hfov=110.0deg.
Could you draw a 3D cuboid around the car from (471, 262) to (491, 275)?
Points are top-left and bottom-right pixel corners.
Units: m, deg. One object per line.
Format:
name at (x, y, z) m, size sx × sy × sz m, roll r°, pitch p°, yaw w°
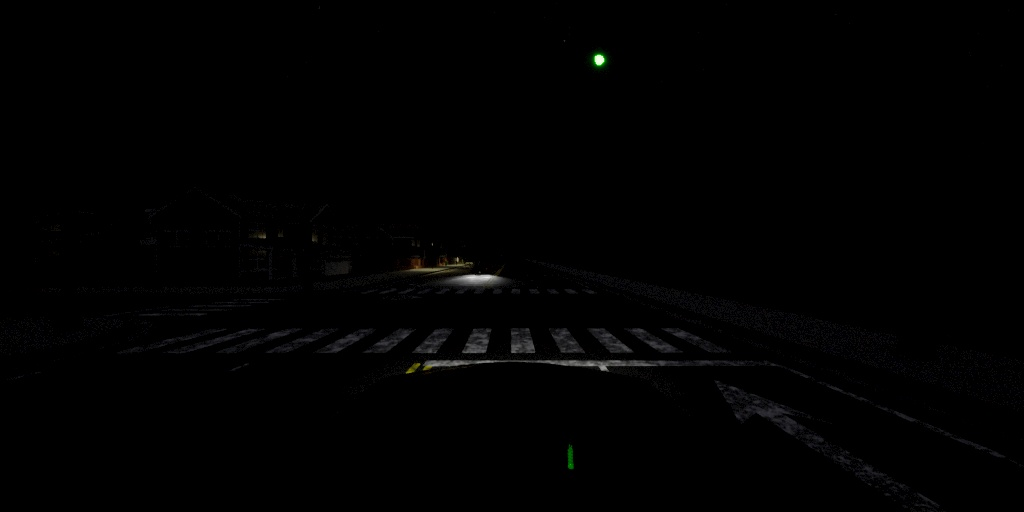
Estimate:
car at (-3.276, 1.355, 38.714) m, size 1.895 × 1.301 × 4.718 m, roll 0°, pitch 0°, yaw 0°
